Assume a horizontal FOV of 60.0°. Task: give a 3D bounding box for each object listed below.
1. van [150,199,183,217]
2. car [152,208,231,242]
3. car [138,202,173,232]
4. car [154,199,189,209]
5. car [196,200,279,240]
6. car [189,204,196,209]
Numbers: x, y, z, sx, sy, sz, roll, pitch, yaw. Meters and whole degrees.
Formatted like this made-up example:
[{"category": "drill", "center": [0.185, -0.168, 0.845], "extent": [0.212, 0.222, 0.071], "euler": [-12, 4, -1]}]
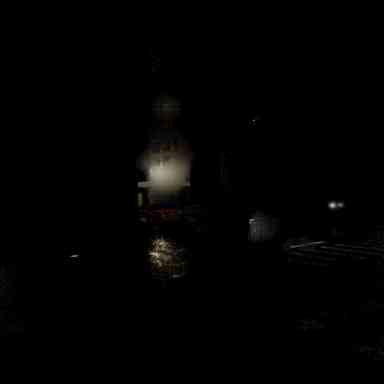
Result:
[{"category": "van", "center": [-2.807, 1.688, 36.025], "extent": [1.690, 1.788, 3.998], "euler": [-1, 0, -35]}, {"category": "car", "center": [-0.162, 1.778, 17.630], "extent": [1.802, 1.307, 4.206], "euler": [-1, 0, -35]}, {"category": "car", "center": [-3.360, 1.705, 22.113], "extent": [1.967, 1.590, 4.097], "euler": [-1, 0, -35]}, {"category": "car", "center": [-2.596, 1.630, 25.648], "extent": [2.097, 1.767, 4.553], "euler": [0, 0, -35]}, {"category": "car", "center": [2.568, 1.517, 18.369], "extent": [2.097, 1.767, 4.553], "euler": [0, 0, -35]}, {"category": "car", "center": [0.292, 1.804, 31.682], "extent": [1.752, 1.417, 4.829], "euler": [-1, 0, -35]}]
